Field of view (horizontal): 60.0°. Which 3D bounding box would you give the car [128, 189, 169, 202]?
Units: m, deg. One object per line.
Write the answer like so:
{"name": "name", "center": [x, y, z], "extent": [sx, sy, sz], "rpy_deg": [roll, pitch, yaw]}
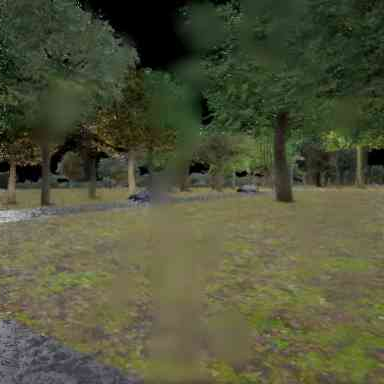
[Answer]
{"name": "car", "center": [-4.975, 0.352, 39.110], "extent": [2.033, 1.411, 5.357], "rpy_deg": [-1, 2, 38]}

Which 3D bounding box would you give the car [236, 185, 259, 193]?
{"name": "car", "center": [9.698, -0.535, 58.009], "extent": [2.033, 1.411, 5.357], "rpy_deg": [-1, 2, 38]}
